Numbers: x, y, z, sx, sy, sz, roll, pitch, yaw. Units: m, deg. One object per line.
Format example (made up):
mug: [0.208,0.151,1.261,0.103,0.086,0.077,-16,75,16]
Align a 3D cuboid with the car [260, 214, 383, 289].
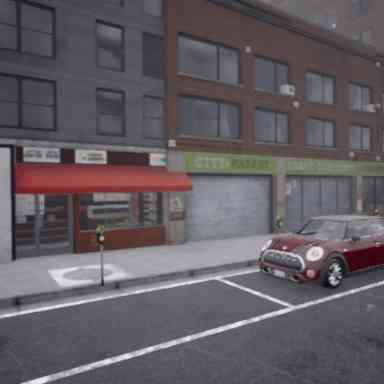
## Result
car: [3.708,1.359,8.803,4.097,1.590,1.967,0,0,-33]
